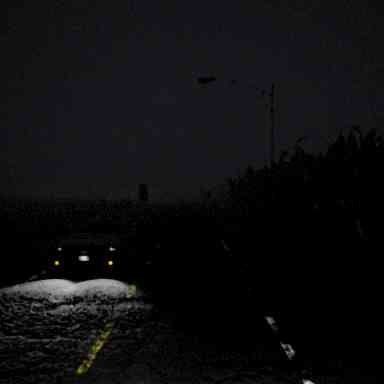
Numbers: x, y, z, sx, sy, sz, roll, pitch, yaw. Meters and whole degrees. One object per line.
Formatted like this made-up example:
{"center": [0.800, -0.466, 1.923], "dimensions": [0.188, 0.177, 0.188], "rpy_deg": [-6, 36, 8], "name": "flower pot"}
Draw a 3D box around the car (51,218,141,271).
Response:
{"center": [-2.853, 1.554, 10.735], "dimensions": [1.994, 1.385, 4.181], "rpy_deg": [0, 0, 0], "name": "car"}
